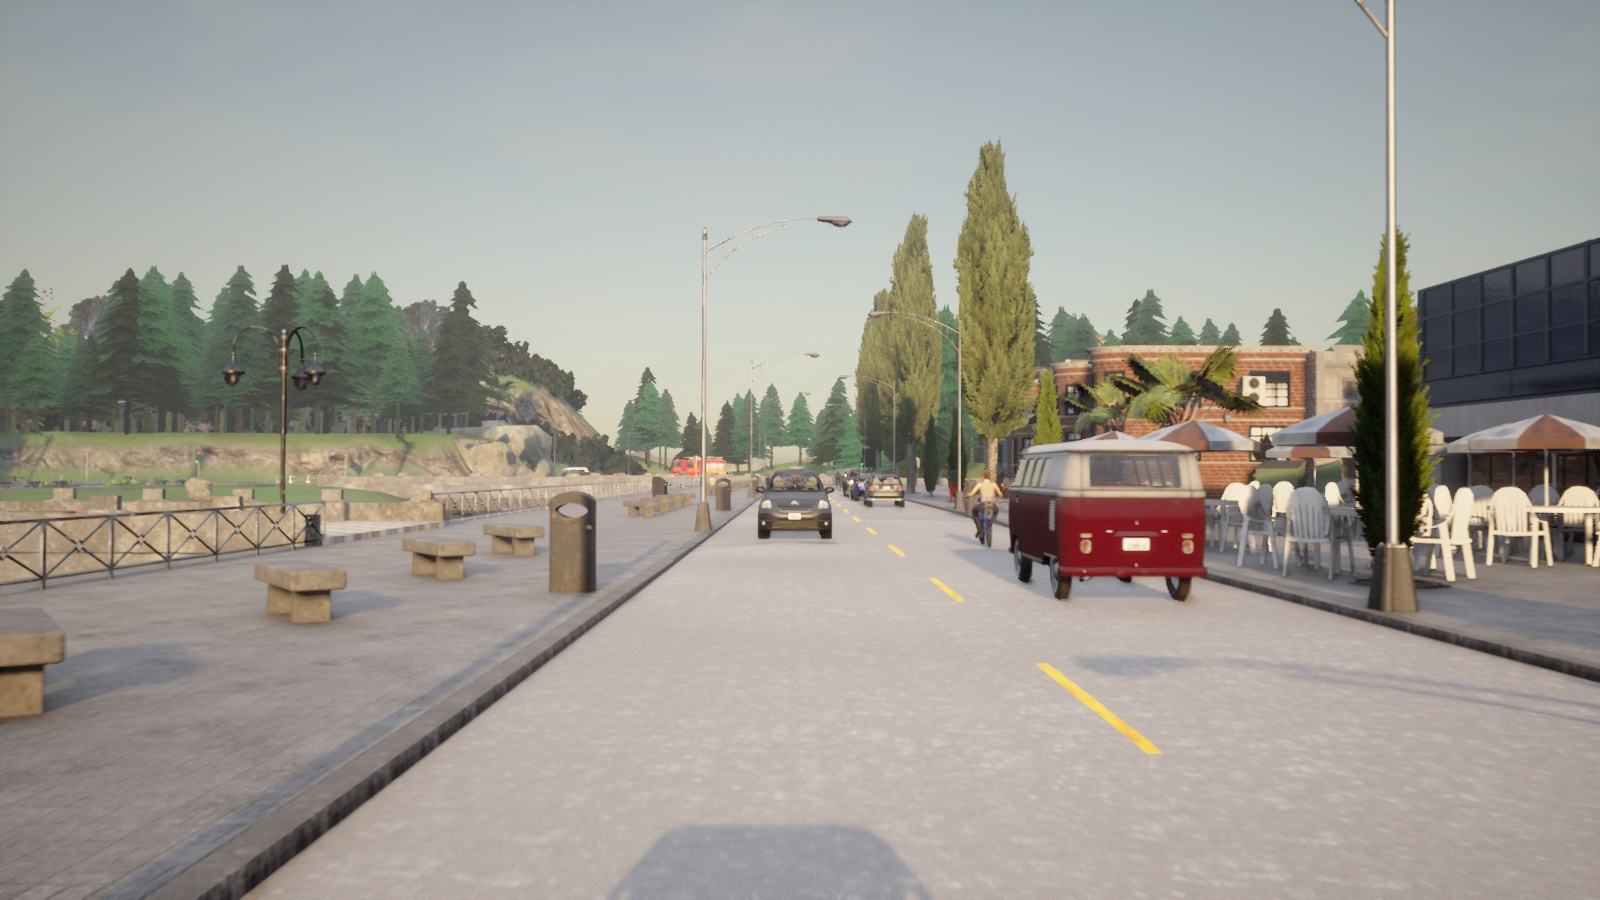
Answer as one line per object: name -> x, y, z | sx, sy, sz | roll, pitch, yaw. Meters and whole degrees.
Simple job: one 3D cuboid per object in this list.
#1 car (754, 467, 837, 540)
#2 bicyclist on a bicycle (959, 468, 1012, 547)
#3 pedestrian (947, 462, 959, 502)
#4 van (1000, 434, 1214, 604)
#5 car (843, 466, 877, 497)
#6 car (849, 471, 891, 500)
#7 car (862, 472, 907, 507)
car -> -0.102, 1.232, 30.201 | 1.851, 1.617, 3.988 | 0, -1, 0
bicyclist on a bicycle -> 3.913, 1.193, 26.597 | 0.866, 1.612, 1.509 | 0, -1, 0
pedestrian -> 7.262, 1.518, 59.658 | 0.353, 1.847, 0.614 | 0, -1, -16
van -> 3.940, 0.843, 16.910 | 1.775, 1.987, 4.442 | 0, -1, 0
car -> 3.737, 1.971, 78.845 | 1.932, 1.855, 4.605 | 0, -1, 0
car -> 3.772, 1.915, 68.033 | 2.007, 1.525, 4.514 | 0, -1, 0
car -> 3.808, 1.761, 57.234 | 1.789, 1.549, 3.705 | 0, -1, 0
